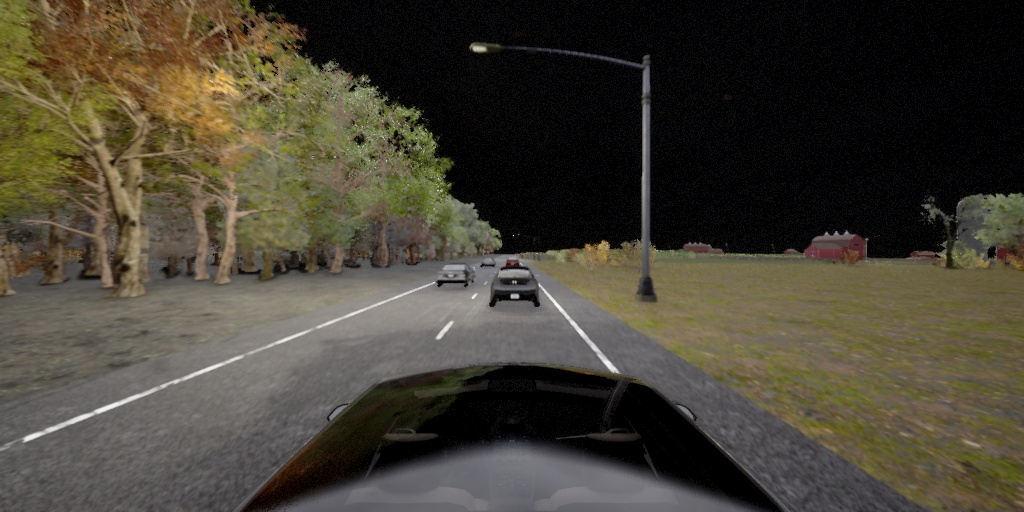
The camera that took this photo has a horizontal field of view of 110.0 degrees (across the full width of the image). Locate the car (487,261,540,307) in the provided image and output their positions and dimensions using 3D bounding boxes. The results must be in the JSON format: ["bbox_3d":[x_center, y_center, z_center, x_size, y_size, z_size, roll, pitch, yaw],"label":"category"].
[{"bbox_3d":[0.099,1.147,14.896,1.837,1.490,4.892,0,0,0],"label":"car"}]

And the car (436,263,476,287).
[{"bbox_3d":[-3.402,1.126,22.416,2.033,1.411,5.357,0,0,0],"label":"car"}]

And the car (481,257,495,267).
[{"bbox_3d":[-3.406,0.889,52.121,1.994,1.385,4.181,0,0,0],"label":"car"}]

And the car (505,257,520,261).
[{"bbox_3d":[0.094,0.820,50.222,1.882,1.535,5.008,0,0,0],"label":"car"}]
